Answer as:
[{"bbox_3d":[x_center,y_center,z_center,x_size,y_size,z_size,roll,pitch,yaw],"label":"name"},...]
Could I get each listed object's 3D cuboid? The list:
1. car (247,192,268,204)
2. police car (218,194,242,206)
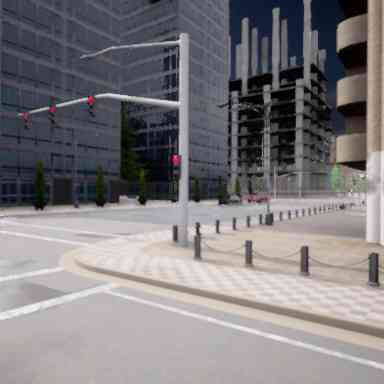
[{"bbox_3d":[11.518,0.983,57.382,2.150,2.045,5.566,1,0,36],"label":"car"},{"bbox_3d":[5.617,1.186,49.210,1.930,1.638,5.238,1,0,36],"label":"police car"}]
